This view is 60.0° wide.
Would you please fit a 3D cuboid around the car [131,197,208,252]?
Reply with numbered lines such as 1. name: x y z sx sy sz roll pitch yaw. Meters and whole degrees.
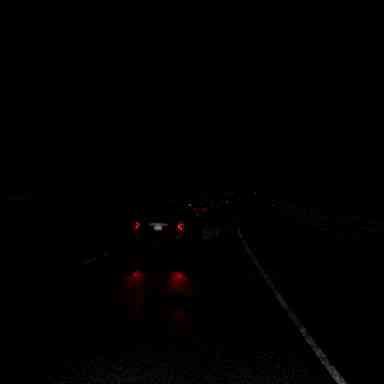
1. car: -0.803 1.260 13.660 2.097 1.767 4.553 1 0 10

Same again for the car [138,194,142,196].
1. car: -11.639 1.011 70.992 1.994 1.385 4.181 1 0 10

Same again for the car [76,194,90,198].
1. car: -17.951 1.016 56.084 1.812 1.442 4.674 1 0 11

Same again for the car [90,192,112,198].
1. car: -14.490 0.878 55.567 2.097 1.767 4.553 1 0 11

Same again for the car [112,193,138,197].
1. car: -11.024 1.162 55.064 1.895 1.301 4.718 1 0 11

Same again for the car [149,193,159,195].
1. car: -8.182 0.995 70.436 1.837 1.490 4.892 1 0 10

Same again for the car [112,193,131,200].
1. car: -15.094 0.963 71.553 2.033 1.411 5.357 1 0 10

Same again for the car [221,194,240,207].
1. car: 4.972 1.318 45.155 2.033 1.411 5.357 1 0 10

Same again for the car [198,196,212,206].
1. car: 1.529 1.261 45.785 1.812 1.442 4.674 1 0 10
